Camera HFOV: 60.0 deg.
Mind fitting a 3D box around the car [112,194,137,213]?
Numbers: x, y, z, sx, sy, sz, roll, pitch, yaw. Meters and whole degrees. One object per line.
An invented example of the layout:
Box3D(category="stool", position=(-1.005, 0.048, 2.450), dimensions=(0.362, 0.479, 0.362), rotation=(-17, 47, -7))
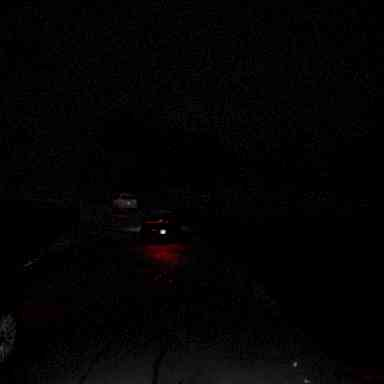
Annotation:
Box3D(category="car", position=(-7.852, 1.242, 38.525), dimensions=(2.150, 2.045, 5.566), rotation=(0, 0, -22))

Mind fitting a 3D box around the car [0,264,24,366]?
Box3D(category="car", position=(-3.292, 1.503, 2.903), dimensions=(2.128, 1.511, 4.902), rotation=(0, 0, -2))

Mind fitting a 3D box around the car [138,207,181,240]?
Box3D(category="car", position=(-1.700, 1.534, 17.321), dimensions=(1.837, 1.490, 4.892), rotation=(0, 0, -9))
